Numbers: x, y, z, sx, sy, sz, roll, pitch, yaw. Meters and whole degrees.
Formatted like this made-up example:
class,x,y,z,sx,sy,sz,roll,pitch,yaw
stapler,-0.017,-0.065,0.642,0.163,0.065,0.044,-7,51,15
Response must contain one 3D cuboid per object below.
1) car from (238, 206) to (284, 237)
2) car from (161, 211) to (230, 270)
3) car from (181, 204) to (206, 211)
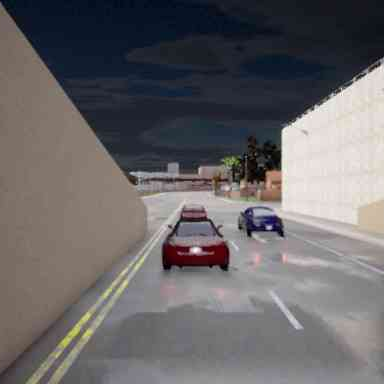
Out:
class,x,y,z,sx,sy,sz,roll,pitch,yaw
car,3.606,1.489,17.864,1.812,1.442,4.674,0,0,0
car,0.102,1.541,11.006,1.994,1.385,4.181,0,0,0
car,0.106,1.551,24.577,1.895,1.301,4.718,0,0,0
